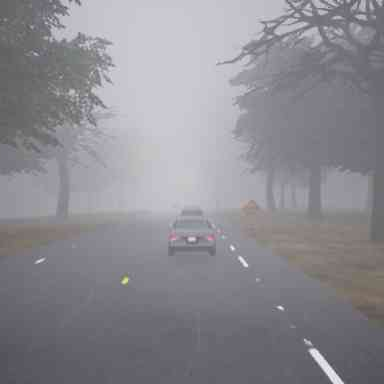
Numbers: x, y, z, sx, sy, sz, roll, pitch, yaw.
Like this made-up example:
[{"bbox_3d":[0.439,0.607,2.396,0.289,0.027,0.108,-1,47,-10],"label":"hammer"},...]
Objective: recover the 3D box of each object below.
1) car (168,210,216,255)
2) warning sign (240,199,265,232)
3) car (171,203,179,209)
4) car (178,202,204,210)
[{"bbox_3d":[0.002,1.714,13.991,2.033,1.411,5.357,0,-1,0],"label":"car"},{"bbox_3d":[3.565,1.371,19.774,1.300,1.860,1.060,1,0,0],"label":"warning sign"},{"bbox_3d":[-3.497,2.949,71.554,1.895,1.301,4.718,0,-1,0],"label":"car"},{"bbox_3d":[0.008,1.914,29.488,1.882,1.535,5.008,0,-1,0],"label":"car"}]
